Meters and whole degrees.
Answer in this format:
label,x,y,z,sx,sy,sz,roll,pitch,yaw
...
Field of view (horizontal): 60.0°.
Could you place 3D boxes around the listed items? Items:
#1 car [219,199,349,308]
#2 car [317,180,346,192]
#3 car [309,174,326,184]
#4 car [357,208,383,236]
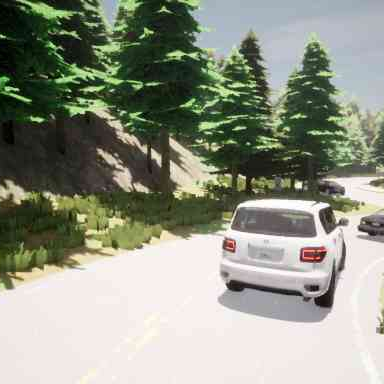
label,x,y,z,sx,sy,sz,roll,pitch,yaw
car,2.552,1.199,8.370,2.150,2.045,5.566,3,2,27
car,16.078,-0.557,38.920,1.882,1.535,5.008,-1,5,-2
car,22.068,-2.327,58.241,1.882,1.535,5.008,3,6,31
car,10.134,1.412,15.819,5.357,1.411,2.033,-1,5,-32
